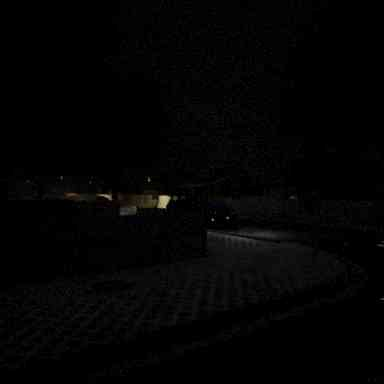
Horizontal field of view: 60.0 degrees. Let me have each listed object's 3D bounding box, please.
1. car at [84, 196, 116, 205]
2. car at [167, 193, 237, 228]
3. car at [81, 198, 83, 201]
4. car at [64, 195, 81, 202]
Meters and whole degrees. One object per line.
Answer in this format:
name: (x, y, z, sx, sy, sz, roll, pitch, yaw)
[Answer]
car: (-9.663, 1.334, 35.558, 1.812, 1.442, 4.674, 0, 0, -35)
car: (0.445, 1.113, 21.359, 2.150, 2.045, 5.566, 0, 1, -35)
car: (-13.201, 1.234, 45.505, 1.882, 1.535, 5.008, 0, 0, -35)
car: (-19.098, 1.261, 53.692, 2.033, 1.411, 5.357, 0, 0, -35)
